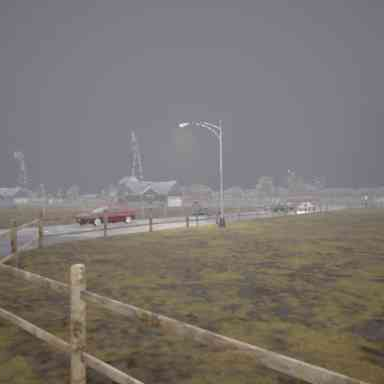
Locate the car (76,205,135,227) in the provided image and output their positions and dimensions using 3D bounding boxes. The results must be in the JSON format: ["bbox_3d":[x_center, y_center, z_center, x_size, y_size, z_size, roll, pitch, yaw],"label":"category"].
[{"bbox_3d":[-6.704,1.811,26.123,1.882,1.535,5.008,-2,-2,36],"label":"car"}]

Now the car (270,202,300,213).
[{"bbox_3d":[13.437,2.244,47.919,1.837,1.490,4.892,-2,-2,36],"label":"car"}]

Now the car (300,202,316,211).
[{"bbox_3d":[19.454,2.455,56.324,1.812,1.442,4.674,-2,-2,36],"label":"car"}]

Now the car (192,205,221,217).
[{"bbox_3d":[1.811,2.142,38.016,1.994,1.385,4.181,-2,-2,36],"label":"car"}]

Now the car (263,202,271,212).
[{"bbox_3d":[13.073,2.407,53.607,2.128,1.511,4.902,-2,-2,36],"label":"car"}]
